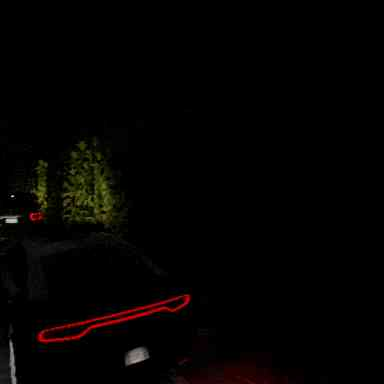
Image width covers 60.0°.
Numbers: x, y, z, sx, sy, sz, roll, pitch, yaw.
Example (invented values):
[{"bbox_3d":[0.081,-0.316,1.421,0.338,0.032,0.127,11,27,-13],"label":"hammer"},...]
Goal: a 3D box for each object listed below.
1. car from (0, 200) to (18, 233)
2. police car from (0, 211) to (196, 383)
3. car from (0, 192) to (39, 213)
[{"bbox_3d":[-10.956,1.302,18.390,1.812,1.442,4.674,-3,2,-34],"label":"car"},{"bbox_3d":[-1.989,1.321,5.272,1.930,1.638,5.238,-3,2,-34],"label":"police car"},{"bbox_3d":[-7.594,1.042,13.454,2.150,2.045,5.566,-3,2,-34],"label":"car"}]
